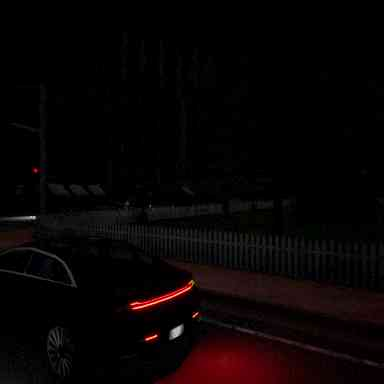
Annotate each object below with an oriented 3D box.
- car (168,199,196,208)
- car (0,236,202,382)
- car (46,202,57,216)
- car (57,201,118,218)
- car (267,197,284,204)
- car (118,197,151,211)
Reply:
[{"bbox_3d":[-1.432,1.601,48.131,1.895,1.301,4.718,0,0,34],"label":"car"},{"bbox_3d":[-2.153,1.491,5.477,4.902,1.511,2.128,0,0,36],"label":"car"},{"bbox_3d":[-12.409,1.564,31.888,1.994,1.385,4.181,0,0,34],"label":"car"},{"bbox_3d":[-9.261,1.601,29.855,1.895,1.301,4.718,0,0,33],"label":"car"},{"bbox_3d":[15.180,1.547,59.910,2.033,1.411,5.357,0,0,34],"label":"car"},{"bbox_3d":[-6.991,1.352,39.911,2.097,1.767,4.553,0,0,34],"label":"car"}]
